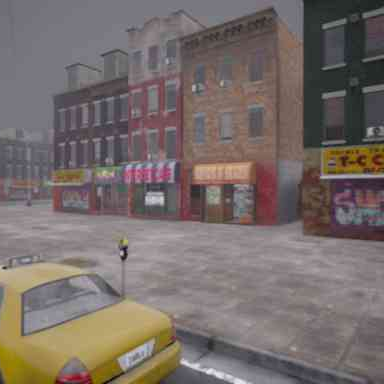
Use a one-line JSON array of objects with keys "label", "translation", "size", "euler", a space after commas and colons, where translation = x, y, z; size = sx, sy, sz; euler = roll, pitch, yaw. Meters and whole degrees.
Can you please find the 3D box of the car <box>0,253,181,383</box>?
[{"label": "car", "translation": [-2.408, 1.527, 4.518], "size": [4.829, 1.417, 1.752], "euler": [0, 0, 35]}]
